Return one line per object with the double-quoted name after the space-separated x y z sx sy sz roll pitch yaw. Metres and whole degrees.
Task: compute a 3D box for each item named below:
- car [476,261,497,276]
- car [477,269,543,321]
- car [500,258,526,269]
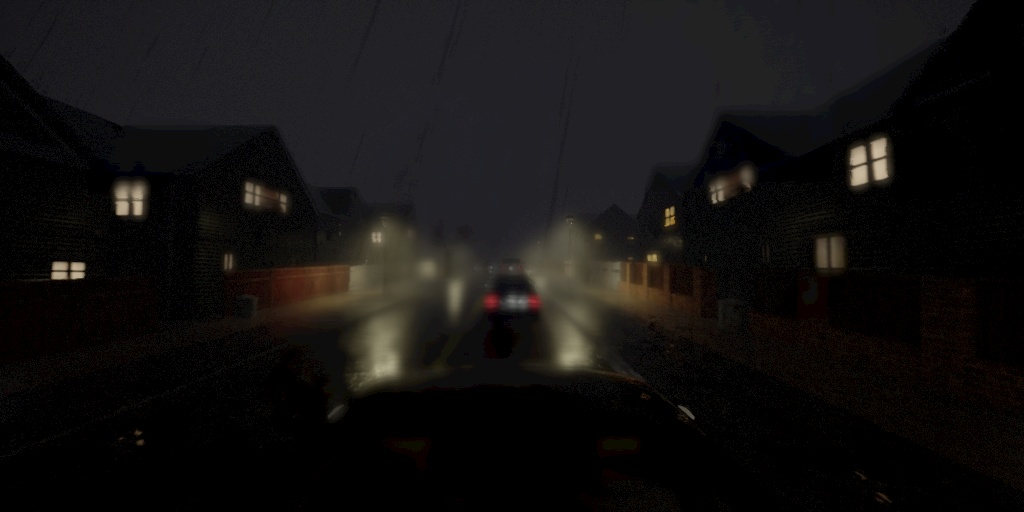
-2.845 1.374 40.497 2.097 1.767 4.553 0 0 0 "car"
0.058 1.365 12.662 2.033 1.411 5.357 0 0 1 "car"
0.085 1.175 31.990 2.150 2.045 5.566 0 -1 0 "car"
